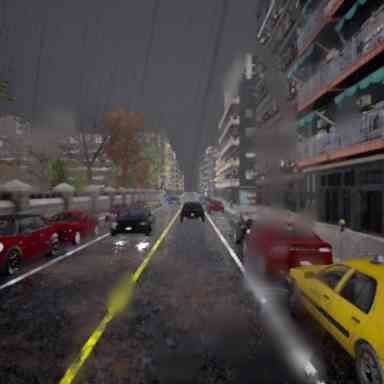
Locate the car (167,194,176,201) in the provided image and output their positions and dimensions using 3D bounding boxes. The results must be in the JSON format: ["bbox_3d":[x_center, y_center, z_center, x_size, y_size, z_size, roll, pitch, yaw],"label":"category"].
[{"bbox_3d":[-5.756,1.473,93.160,2.192,1.841,5.009,0,0,0],"label":"car"}]

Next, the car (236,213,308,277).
[{"bbox_3d":[2.680,1.558,10.138,1.887,1.381,4.507,0,0,0],"label":"car"}]

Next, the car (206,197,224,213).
[{"bbox_3d":[2.662,1.598,37.814,1.887,1.381,4.507,0,0,0],"label":"car"}]

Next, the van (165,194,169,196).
[{"bbox_3d":[-5.741,1.454,71.018,1.690,1.788,3.998,0,0,0],"label":"van"}]

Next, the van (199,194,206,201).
[{"bbox_3d":[2.628,1.488,87.631,1.690,1.788,3.998,0,0,0],"label":"van"}]

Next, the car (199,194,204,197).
[{"bbox_3d":[2.647,1.533,59.955,1.967,1.590,4.097,0,0,0],"label":"car"}]

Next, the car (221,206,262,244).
[{"bbox_3d":[2.677,1.572,15.674,2.008,1.369,4.403,0,0,0],"label":"car"}]

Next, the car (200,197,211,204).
[{"bbox_3d":[2.644,1.669,65.490,1.947,1.339,4.313,0,0,0],"label":"car"}]

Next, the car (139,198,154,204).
[{"bbox_3d":[-5.718,1.634,37.808,1.802,1.307,4.206,0,0,0],"label":"car"}]

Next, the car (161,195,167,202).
[{"bbox_3d":[-5.729,1.632,54.414,2.008,1.369,4.403,0,0,0],"label":"car"}]

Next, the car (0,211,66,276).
[{"bbox_3d":[-5.700,1.453,10.132,1.967,1.590,4.097,0,0,0],"label":"car"}]

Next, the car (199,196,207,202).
[{"bbox_3d":[2.633,1.702,82.095,1.947,1.339,4.313,0,0,0],"label":"car"}]

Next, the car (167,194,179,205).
[{"bbox_3d":[-3.080,1.617,59.747,1.812,1.442,4.674,0,0,1],"label":"car"}]

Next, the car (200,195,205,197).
[{"bbox_3d":[2.651,1.648,54.420,1.947,1.339,4.313,0,0,0],"label":"car"}]

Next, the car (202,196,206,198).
[{"bbox_3d":[2.659,1.608,43.349,1.887,1.381,4.507,0,0,0],"label":"car"}]

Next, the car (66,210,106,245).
[{"bbox_3d":[-5.704,1.565,15.667,1.887,1.381,4.507,0,0,0],"label":"car"}]

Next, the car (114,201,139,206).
[{"bbox_3d":[-5.711,1.618,26.737,1.802,1.307,4.206,0,0,0],"label":"car"}]

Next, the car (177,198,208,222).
[{"bbox_3d":[0.050,1.514,26.987,1.882,1.535,5.008,0,0,0],"label":"car"}]

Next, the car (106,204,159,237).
[{"bbox_3d":[-3.094,1.588,18.163,1.994,1.385,4.181,0,0,0],"label":"car"}]

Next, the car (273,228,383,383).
[{"bbox_3d":[2.684,1.532,4.773,1.752,1.417,4.829,0,0,0],"label":"car"}]

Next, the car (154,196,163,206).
[{"bbox_3d":[-5.725,1.596,48.708,1.752,1.417,4.829,0,0,0],"label":"car"}]

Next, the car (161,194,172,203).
[{"bbox_3d":[-5.745,1.439,76.554,2.192,1.841,5.009,0,0,0],"label":"car"}]
